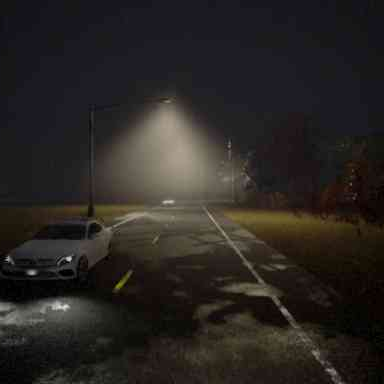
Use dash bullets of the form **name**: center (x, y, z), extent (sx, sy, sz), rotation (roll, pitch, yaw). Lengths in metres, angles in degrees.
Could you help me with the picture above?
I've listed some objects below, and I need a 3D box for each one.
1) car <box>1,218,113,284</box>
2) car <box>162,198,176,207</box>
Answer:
- **car**: center (-3.599, 1.547, 9.807), extent (1.812, 1.442, 4.674), rotation (0, 0, 0)
- **car**: center (-3.550, 1.607, 52.012), extent (1.812, 1.442, 4.674), rotation (0, 0, 0)
